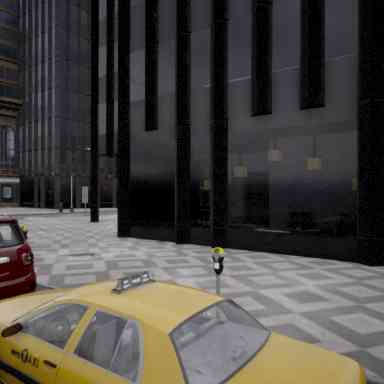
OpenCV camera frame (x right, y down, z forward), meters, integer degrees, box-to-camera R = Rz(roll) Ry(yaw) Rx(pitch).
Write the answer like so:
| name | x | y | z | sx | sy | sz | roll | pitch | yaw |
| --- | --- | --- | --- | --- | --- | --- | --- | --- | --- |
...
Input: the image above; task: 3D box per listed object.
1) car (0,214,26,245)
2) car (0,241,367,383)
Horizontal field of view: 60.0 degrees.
| name | x | y | z | sx | sy | sz | roll | pitch | yaw |
| --- | --- | --- | --- | --- | --- | --- | --- | --- | --- |
| car | -5.097 | 1.314 | 6.552 | 5.009 | 1.841 | 2.192 | 0 | 0 | 35 |
| car | -0.803 | 1.525 | 3.524 | 4.829 | 1.417 | 1.752 | 0 | 0 | 35 |
